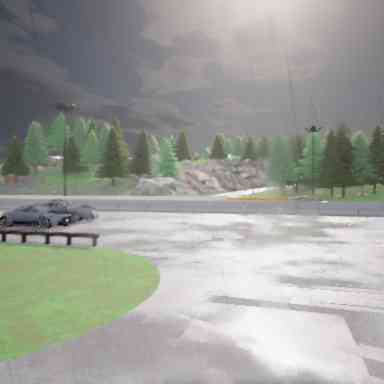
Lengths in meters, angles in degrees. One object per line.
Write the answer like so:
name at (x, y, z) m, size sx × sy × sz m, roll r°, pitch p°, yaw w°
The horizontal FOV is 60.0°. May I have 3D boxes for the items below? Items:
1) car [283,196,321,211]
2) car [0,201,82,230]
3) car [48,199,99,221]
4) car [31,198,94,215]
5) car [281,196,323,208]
car at (12.077, 1.400, 35.904) m, size 4.718 × 1.301 × 1.895 m, roll 0°, pitch 0°, yaw 15°
car at (-9.093, 1.433, 19.639) m, size 4.181 × 1.385 × 1.994 m, roll 0°, pitch 0°, yaw 15°
car at (-8.892, 1.340, 23.210) m, size 4.902 × 1.511 × 2.128 m, roll 0°, pitch 0°, yaw 15°
car at (-12.202, 1.342, 31.352) m, size 5.357 × 1.411 × 2.033 m, roll 0°, pitch 0°, yaw 15°
car at (13.994, 1.252, 42.624) m, size 4.902 × 1.511 × 2.128 m, roll 0°, pitch 0°, yaw 15°
